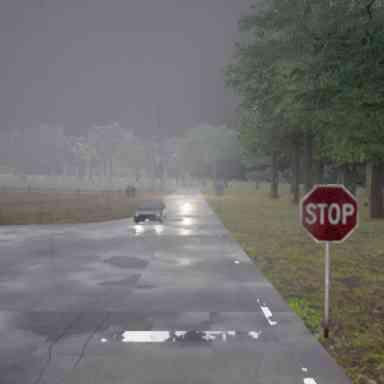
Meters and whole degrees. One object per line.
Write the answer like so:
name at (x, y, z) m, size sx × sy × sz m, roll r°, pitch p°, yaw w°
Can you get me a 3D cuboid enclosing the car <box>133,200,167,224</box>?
car at (-2.705, 1.272, 22.799) m, size 2.033 × 1.411 × 5.357 m, roll 0°, pitch 1°, yaw 0°
